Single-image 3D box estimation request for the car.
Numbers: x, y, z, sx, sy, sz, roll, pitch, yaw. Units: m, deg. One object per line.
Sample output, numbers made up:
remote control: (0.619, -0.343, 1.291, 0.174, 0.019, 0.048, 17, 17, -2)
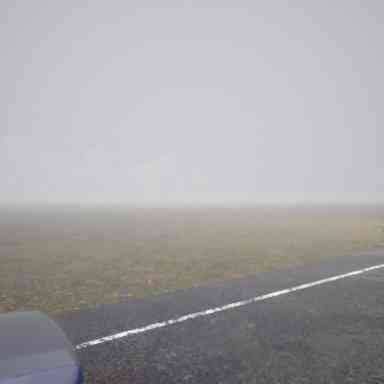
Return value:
car: (-3.249, 1.547, 1.673, 5.357, 1.411, 2.033, 0, 0, -35)
